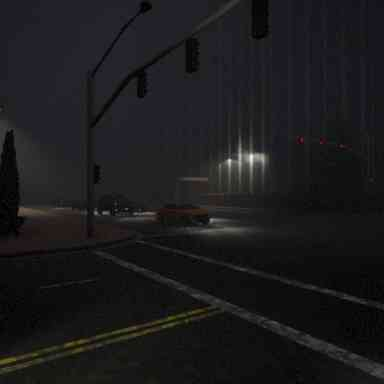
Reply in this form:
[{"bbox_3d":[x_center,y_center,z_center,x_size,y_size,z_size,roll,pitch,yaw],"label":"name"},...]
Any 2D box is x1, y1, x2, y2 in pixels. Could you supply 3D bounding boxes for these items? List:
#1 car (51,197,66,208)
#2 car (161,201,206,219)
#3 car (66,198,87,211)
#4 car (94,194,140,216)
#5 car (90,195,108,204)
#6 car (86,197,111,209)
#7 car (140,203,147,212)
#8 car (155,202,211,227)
[{"bbox_3d":[-19.530,1.505,49.401,1.837,1.490,4.892,0,0,-35],"label":"car"},{"bbox_3d":[-0.834,1.564,29.542,1.994,1.385,4.181,0,0,-36],"label":"car"},{"bbox_3d":[-13.528,1.491,41.076,2.128,1.511,4.902,0,0,-36],"label":"car"},{"bbox_3d":[-7.685,1.221,33.017,2.150,2.045,5.566,0,0,-36],"label":"car"},{"bbox_3d":[-18.610,1.478,66.272,1.882,1.535,5.008,0,0,-36],"label":"car"},{"bbox_3d":[-13.164,1.526,46.543,1.812,1.442,4.674,0,0,-36],"label":"car"},{"bbox_3d":[-7.225,1.547,38.342,2.033,1.411,5.357,0,0,-36],"label":"car"},{"bbox_3d":[-0.735,1.478,23.474,1.882,1.535,5.008,0,0,-36],"label":"car"}]
